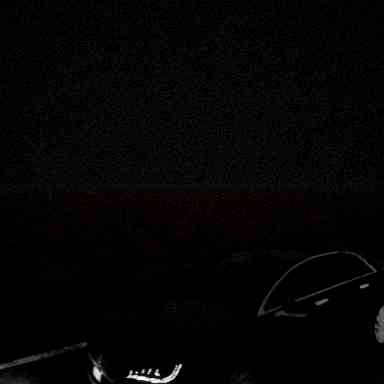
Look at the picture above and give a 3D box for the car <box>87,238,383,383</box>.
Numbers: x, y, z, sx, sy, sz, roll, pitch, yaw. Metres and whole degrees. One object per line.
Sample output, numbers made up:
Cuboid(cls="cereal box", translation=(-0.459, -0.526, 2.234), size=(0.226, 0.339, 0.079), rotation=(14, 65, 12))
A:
Cuboid(cls="car", translation=(1.061, 1.491, 4.625), size=(4.892, 1.490, 1.837), rotation=(0, 0, -35))
